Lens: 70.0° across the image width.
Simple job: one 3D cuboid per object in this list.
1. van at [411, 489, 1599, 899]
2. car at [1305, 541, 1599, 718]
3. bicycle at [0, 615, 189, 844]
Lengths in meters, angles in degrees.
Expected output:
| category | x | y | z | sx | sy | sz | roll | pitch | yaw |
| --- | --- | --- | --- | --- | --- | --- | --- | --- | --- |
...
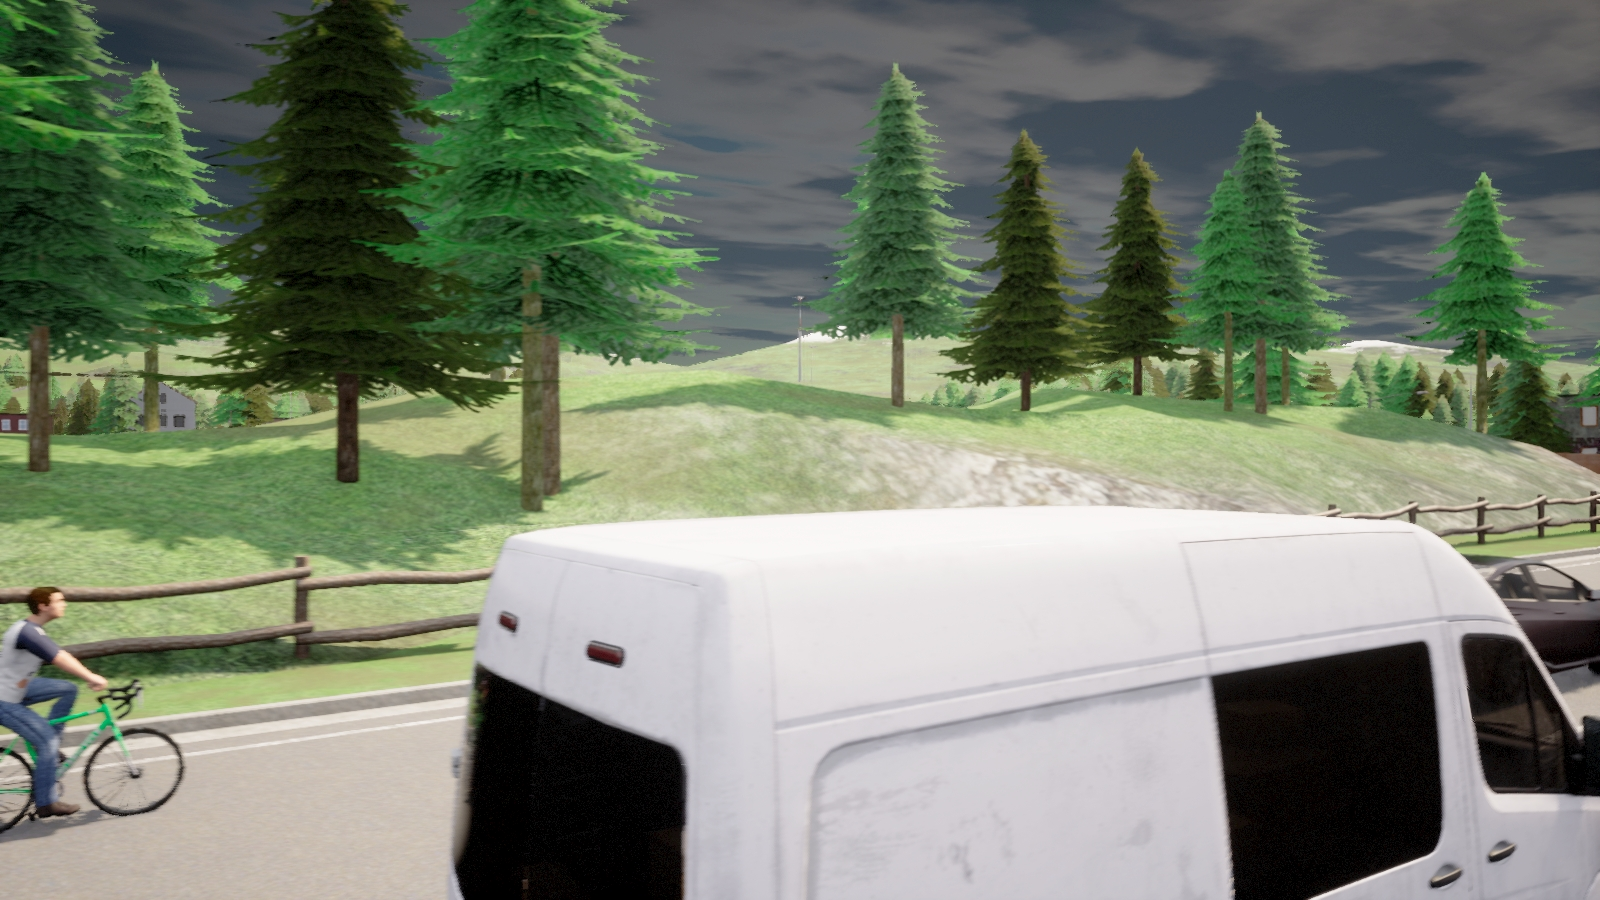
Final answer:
| category | x | y | z | sx | sy | sz | roll | pitch | yaw |
| --- | --- | --- | --- | --- | --- | --- | --- | --- | --- |
| van | 1.613 | 1.538 | 4.935 | 5.915 | 2.561 | 1.988 | 0 | 0 | -35 |
| car | 8.436 | 2.049 | 14.091 | 4.514 | 1.525 | 2.007 | 0 | 0 | -35 |
| bicycle | -5.498 | 2.057 | 8.488 | 1.643 | 1.496 | 0.373 | 1 | 0 | -35 |
